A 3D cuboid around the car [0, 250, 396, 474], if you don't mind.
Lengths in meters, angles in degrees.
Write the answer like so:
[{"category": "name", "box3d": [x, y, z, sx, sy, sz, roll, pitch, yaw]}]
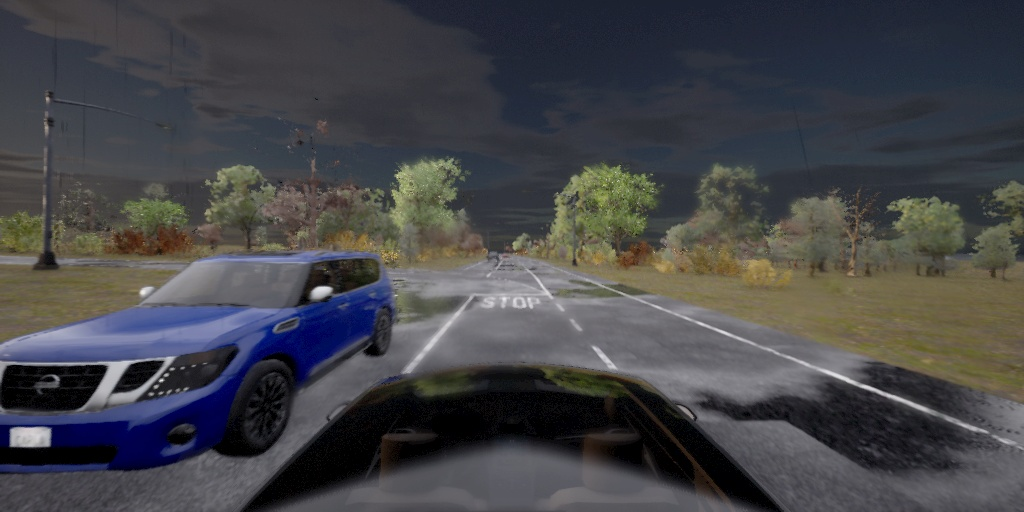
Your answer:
[{"category": "car", "box3d": [-3.512, 0.935, 5.373, 2.150, 2.045, 5.566, 0, 1, 0]}]
